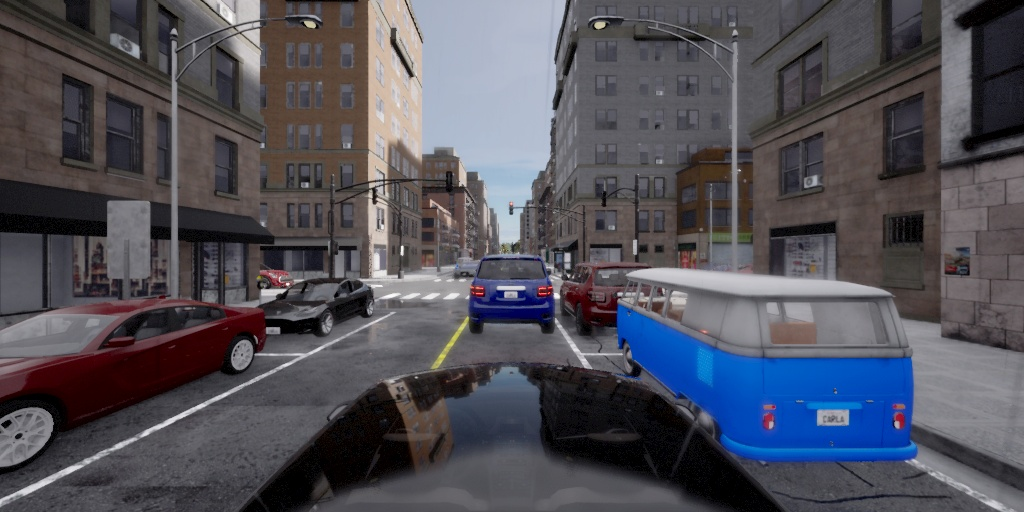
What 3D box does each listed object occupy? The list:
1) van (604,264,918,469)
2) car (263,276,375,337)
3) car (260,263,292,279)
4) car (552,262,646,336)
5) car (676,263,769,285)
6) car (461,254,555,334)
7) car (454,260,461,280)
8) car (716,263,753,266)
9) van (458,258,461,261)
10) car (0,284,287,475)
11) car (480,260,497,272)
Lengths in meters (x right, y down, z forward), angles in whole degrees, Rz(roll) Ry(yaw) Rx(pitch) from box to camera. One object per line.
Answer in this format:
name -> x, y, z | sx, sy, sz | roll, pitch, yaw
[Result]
van -> 2.634, 1.091, 4.796 | 1.690, 1.789, 3.998 | 0, 0, 0
car -> -5.410, 1.316, 10.281 | 1.948, 1.339, 4.313 | 0, 0, 0
car -> -16.085, 1.164, 22.124 | 4.553, 1.767, 2.097 | 0, 0, 0
car -> 2.615, 1.065, 10.308 | 2.192, 1.841, 5.009 | 0, 0, 0
car -> 14.683, 1.225, 25.223 | 5.357, 1.411, 2.033 | 0, 0, 0
car -> 0.036, 0.971, 10.809 | 2.150, 2.045, 5.566 | 0, 0, 1
car -> -3.558, 1.311, 31.049 | 1.994, 1.385, 4.181 | 0, 0, 9
car -> 15.641, 1.202, 22.237 | 4.674, 1.442, 1.812 | 0, 0, -1
van -> -5.537, 1.087, 42.244 | 1.690, 1.789, 3.998 | 0, 0, 0
car -> -5.391, 1.295, 4.770 | 1.888, 1.381, 4.507 | 0, 0, 0
car -> -2.993, 1.250, 46.571 | 1.837, 1.490, 4.892 | 0, 0, 0
